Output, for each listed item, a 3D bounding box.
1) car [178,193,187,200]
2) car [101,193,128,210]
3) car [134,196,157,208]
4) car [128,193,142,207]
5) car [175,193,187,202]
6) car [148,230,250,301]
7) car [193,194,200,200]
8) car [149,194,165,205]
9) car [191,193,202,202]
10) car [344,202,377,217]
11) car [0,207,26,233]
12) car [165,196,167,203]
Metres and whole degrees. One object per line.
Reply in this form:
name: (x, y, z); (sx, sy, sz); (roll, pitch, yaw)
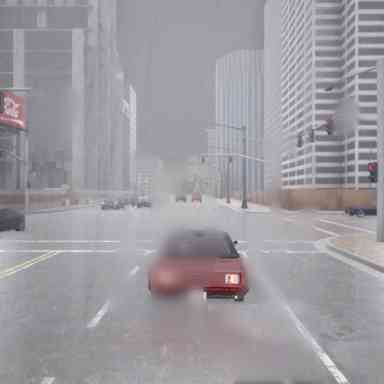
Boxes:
car: (-2.333, 1.184, 84.040); (2.097, 1.767, 4.553); (0, 0, 1)
car: (-10.020, 1.352, 42.448); (2.097, 1.767, 4.553); (0, 0, 1)
car: (-6.457, 1.601, 46.828); (1.895, 1.301, 4.718); (0, 0, 1)
car: (-9.854, 1.223, 52.657); (2.150, 2.045, 5.566); (0, 0, 1)
car: (-2.483, 1.216, 73.400); (2.150, 2.045, 5.566); (0, 0, 1)
car: (0.212, 1.601, 8.278); (1.895, 1.301, 4.718); (0, 0, 2)
car: (1.167, 1.353, 84.020); (1.812, 1.442, 4.674); (0, 0, 1)
car: (-6.310, 1.564, 56.830); (1.994, 1.385, 4.181); (0, 0, 0)
car: (1.017, 1.216, 73.350); (2.150, 2.045, 5.566); (0, 0, 1)
car: (16.534, 1.601, 30.405); (4.718, 1.301, 1.895); (0, 0, 1)
car: (-10.368, 1.525, 17.193); (1.812, 1.442, 4.674); (0, 0, 1)
car: (-6.086, 1.477, 67.432); (1.882, 1.535, 5.008); (0, 0, 1)
